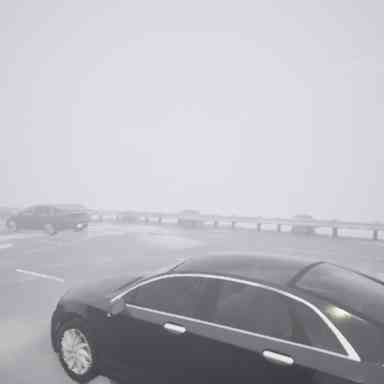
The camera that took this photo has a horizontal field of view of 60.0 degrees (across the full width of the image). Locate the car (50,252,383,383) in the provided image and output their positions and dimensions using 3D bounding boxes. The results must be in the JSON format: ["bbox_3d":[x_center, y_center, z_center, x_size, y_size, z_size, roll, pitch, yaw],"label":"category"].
[{"bbox_3d":[0.377,1.459,3.740,4.892,1.490,1.837,1,0,35],"label":"car"}]

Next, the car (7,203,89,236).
[{"bbox_3d":[-7.522,1.358,17.233,4.892,1.490,1.837,0,0,30],"label":"car"}]
